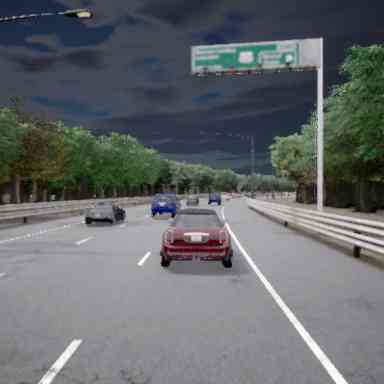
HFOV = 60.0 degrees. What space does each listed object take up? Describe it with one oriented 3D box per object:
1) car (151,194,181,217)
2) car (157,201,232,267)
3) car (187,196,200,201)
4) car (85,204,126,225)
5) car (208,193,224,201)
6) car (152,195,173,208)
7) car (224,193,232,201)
[{"bbox_3d":[-2.333,1.215,31.017,2.150,2.045,5.566,0,0,4],"label":"car"},{"bbox_3d":[0.186,1.354,11.650,2.097,1.767,4.553,0,0,2],"label":"car"},{"bbox_3d":[0.250,1.482,56.346,2.128,1.511,4.902,0,0,8],"label":"car"},{"bbox_3d":[-6.207,1.546,24.296,1.994,1.385,4.181,1,0,3],"label":"car"},{"bbox_3d":[4.156,1.218,59.707,2.150,2.045,5.566,0,0,8],"label":"car"},{"bbox_3d":[-4.208,1.336,48.438,2.097,1.767,4.553,0,0,6],"label":"car"},{"bbox_3d":[8.342,1.189,84.804,2.150,2.045,5.566,0,0,12],"label":"car"}]
